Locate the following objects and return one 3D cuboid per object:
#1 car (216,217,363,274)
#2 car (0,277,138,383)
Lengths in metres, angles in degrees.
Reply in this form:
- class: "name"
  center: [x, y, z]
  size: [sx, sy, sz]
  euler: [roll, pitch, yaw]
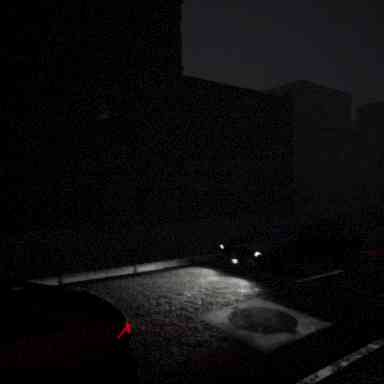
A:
- class: "car"
  center: [3.331, 1.508, 10.588]
  size: [5.357, 1.411, 2.033]
  euler: [0, 0, -36]
- class: "car"
  center: [-2.609, 1.565, 2.926]
  size: [4.181, 1.385, 1.994]
  euler: [0, 0, -35]
